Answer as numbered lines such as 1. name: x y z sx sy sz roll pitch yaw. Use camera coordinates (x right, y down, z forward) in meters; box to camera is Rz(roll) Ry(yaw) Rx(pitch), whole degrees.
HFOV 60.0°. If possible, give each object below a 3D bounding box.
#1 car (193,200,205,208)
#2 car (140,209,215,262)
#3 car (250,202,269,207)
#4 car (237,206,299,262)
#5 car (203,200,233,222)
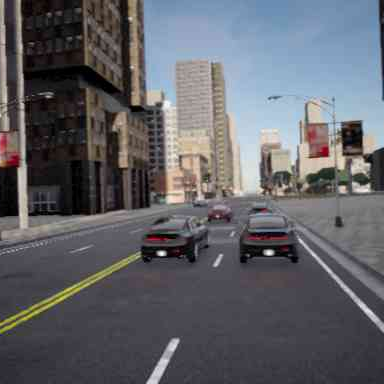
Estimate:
1. car: 1.472 2.073 58.610 1.994 1.385 4.181 -2 -1 11
2. car: -0.480 1.649 12.713 1.837 1.490 4.892 -2 0 11
3. car: 5.497 1.557 26.891 1.837 1.490 4.892 -2 0 11
4. car: 2.720 1.522 12.151 1.837 1.490 4.892 -2 0 11
5. car: 2.426 1.705 28.089 1.812 1.442 4.674 -2 0 11
